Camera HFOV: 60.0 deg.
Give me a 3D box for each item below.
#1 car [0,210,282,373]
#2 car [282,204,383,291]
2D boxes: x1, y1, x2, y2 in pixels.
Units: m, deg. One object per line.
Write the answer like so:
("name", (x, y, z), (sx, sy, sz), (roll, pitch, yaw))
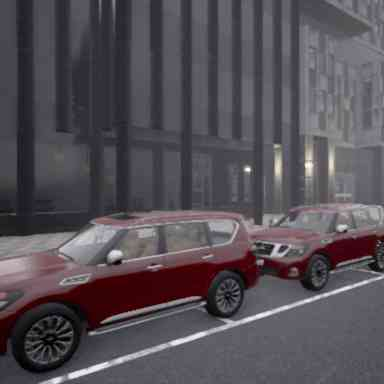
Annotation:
("car", (-1.001, 1.303, 5.818), (5.009, 1.841, 2.192), (0, 0, -36))
("car", (3.589, 1.273, 9.096), (5.009, 1.841, 2.192), (0, 0, -36))
